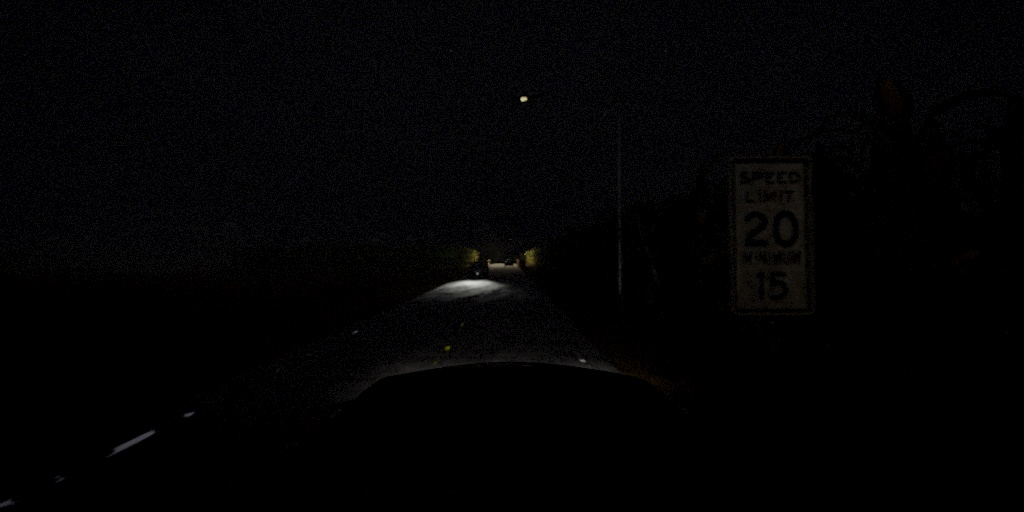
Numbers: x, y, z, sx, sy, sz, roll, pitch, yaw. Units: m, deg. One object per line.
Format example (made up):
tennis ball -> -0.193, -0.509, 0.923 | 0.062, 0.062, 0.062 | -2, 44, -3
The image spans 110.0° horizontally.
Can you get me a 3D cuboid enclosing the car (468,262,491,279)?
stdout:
car -> -3.025, 1.291, 33.704 | 2.128, 1.511, 4.902 | 0, 0, 0
